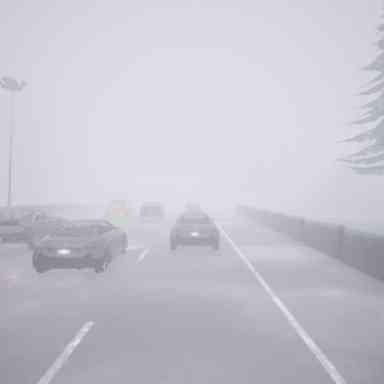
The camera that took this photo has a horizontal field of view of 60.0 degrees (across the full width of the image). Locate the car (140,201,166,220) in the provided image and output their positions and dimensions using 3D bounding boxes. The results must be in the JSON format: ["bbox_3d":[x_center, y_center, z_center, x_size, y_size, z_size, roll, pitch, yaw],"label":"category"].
[{"bbox_3d":[-3.382,1.552,29.264,1.882,1.535,5.008,0,-1,0],"label":"car"}]

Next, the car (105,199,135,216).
[{"bbox_3d":[-6.879,1.468,32.192,2.097,1.767,4.553,0,-1,0],"label":"car"}]

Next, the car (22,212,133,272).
[{"bbox_3d":[-3.393,1.555,10.819,1.994,1.385,4.181,0,0,0],"label":"car"}]

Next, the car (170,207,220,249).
[{"bbox_3d":[0.110,1.552,14.547,1.994,1.385,4.181,0,0,0],"label":"car"}]

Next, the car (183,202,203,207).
[{"bbox_3d":[0.122,1.677,33.010,2.033,1.411,5.357,0,-1,0],"label":"car"}]

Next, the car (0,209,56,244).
[{"bbox_3d":[-6.890,1.480,14.273,2.128,1.511,4.902,0,0,0],"label":"car"}]
